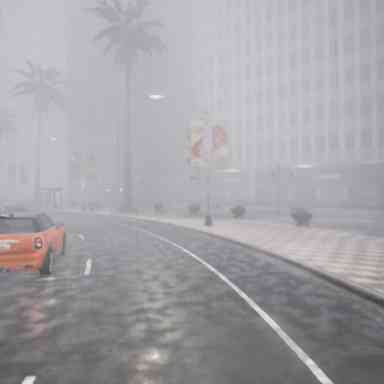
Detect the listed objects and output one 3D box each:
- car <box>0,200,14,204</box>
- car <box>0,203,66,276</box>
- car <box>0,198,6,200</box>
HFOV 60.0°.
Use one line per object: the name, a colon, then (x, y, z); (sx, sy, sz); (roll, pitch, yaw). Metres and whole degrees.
car: (-14.681, 1.623, 26.982); (1.837, 1.490, 4.892); (0, 0, -41)
car: (-5.236, 1.393, 10.356); (2.097, 1.767, 4.553); (-1, 0, -15)
car: (-29.511, 1.722, 50.749); (4.892, 1.521, 2.231); (-1, 0, 44)
